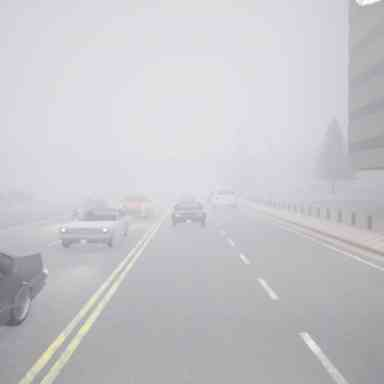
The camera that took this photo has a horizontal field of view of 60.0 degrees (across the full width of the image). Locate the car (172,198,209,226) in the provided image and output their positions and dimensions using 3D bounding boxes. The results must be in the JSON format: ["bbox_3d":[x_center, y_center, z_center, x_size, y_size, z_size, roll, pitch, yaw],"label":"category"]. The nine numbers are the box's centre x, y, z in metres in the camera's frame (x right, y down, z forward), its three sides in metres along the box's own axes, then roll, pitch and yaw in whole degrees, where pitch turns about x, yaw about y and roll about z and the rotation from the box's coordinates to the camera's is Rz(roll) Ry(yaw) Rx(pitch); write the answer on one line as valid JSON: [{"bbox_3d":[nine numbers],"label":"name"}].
[{"bbox_3d":[-0.199,1.249,20.219,1.895,1.301,4.718,0,1,-1],"label":"car"}]

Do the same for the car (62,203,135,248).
[{"bbox_3d":[-3.796,1.369,13.731,1.895,1.301,4.718,0,1,-1],"label":"car"}]

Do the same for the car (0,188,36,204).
[{"bbox_3d":[-21.696,0.471,42.031,1.932,1.855,4.605,0,1,-1],"label":"car"}]

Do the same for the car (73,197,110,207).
[{"bbox_3d":[-7.371,1.118,24.683,2.128,1.511,4.902,0,1,-1],"label":"car"}]

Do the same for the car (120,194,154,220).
[{"bbox_3d":[-3.939,0.950,23.600,2.097,1.767,4.553,0,1,-1],"label":"car"}]

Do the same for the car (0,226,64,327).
[{"bbox_3d":[-3.646,1.481,4.107,2.033,1.411,5.357,0,1,-1],"label":"car"}]

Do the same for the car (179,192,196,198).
[{"bbox_3d":[-0.535,0.759,41.455,1.882,1.535,5.008,0,1,-1],"label":"car"}]

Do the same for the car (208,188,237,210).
[{"bbox_3d":[3.104,0.647,32.746,2.150,2.045,5.566,0,1,-1],"label":"car"}]

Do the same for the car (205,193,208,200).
[{"bbox_3d":[2.924,0.582,44.104,2.097,1.767,4.553,0,1,-1],"label":"car"}]
